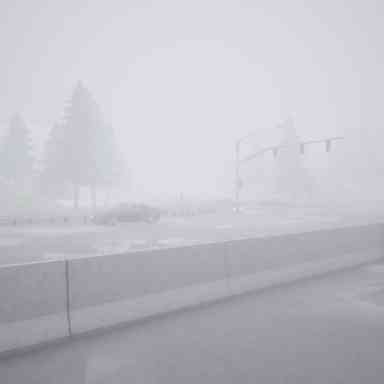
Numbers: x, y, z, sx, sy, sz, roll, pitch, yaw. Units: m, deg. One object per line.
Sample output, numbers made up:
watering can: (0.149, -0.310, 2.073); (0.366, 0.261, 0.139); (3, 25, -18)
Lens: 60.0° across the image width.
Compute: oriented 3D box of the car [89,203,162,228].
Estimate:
car: (-4.391, 1.492, 22.407); (4.902, 1.511, 2.128); (0, 0, -36)

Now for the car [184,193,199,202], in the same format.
car: (0.205, 1.525, 74.268); (2.128, 1.511, 4.902); (0, 0, -14)

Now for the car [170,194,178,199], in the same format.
car: (-5.011, 1.210, 92.178); (1.895, 1.301, 4.718); (0, 0, 1)

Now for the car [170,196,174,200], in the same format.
car: (-3.840, 1.595, 76.946); (1.895, 1.301, 4.718); (0, 0, -11)

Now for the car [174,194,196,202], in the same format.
car: (-1.527, 1.547, 66.907); (2.033, 1.411, 5.357); (0, 0, -17)

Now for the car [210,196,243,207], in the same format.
car: (5.400, 1.547, 50.062); (2.033, 1.411, 5.357); (0, 0, -28)

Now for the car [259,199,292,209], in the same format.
car: (11.629, 1.602, 46.516); (1.895, 1.301, 4.718); (0, 0, -32)

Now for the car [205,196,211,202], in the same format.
car: (3.937, 1.506, 61.775); (1.837, 1.490, 4.892); (0, 0, -20)
